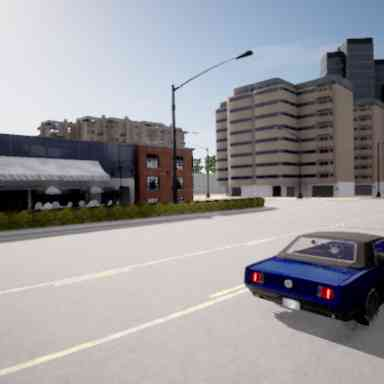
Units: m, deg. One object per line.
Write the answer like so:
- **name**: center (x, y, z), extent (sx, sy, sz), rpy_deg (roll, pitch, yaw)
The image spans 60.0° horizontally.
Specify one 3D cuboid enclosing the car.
- **car**: center (3.239, 1.462, 6.839), extent (4.718, 1.301, 1.895), rpy_deg (-2, 1, -42)
